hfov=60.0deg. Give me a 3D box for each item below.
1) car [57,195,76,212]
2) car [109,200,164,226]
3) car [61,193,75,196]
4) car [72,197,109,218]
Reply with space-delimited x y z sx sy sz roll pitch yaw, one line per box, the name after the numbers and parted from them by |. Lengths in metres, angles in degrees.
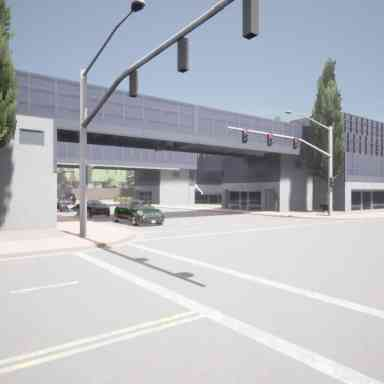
-14.846 1.492 38.674 2.128 1.511 4.902 0 0 -36 | car
-3.820 1.352 23.514 2.097 1.767 4.553 0 0 -36 | car
-23.706 1.221 63.055 2.150 2.045 5.566 0 0 -36 | car
-9.268 1.478 31.001 1.882 1.535 5.008 0 0 -36 | car
